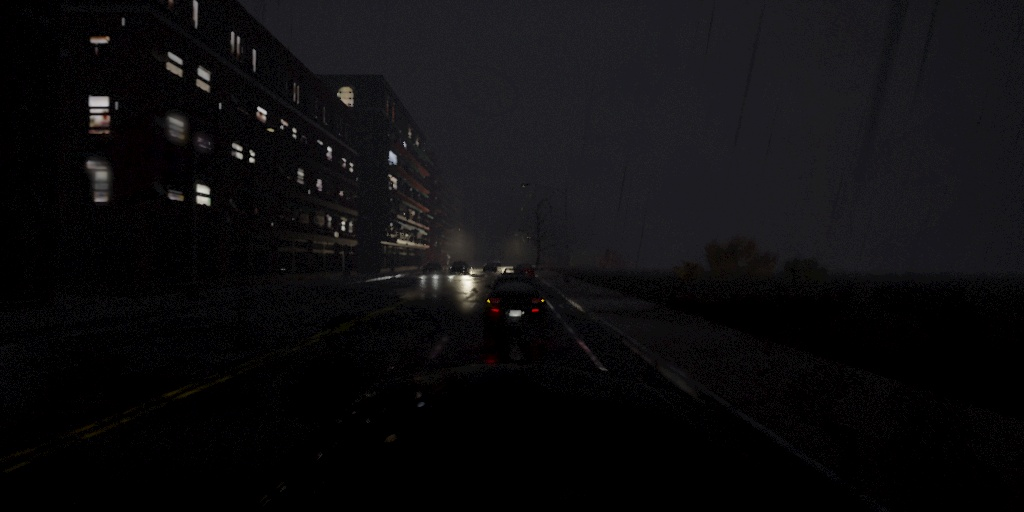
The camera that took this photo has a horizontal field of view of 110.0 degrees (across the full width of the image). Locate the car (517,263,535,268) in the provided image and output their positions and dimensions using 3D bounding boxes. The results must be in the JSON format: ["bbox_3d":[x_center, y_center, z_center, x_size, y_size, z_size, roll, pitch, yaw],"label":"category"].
[{"bbox_3d":[1.138,1.446,34.084,1.882,1.535,5.008,0,0,0],"label":"car"}]

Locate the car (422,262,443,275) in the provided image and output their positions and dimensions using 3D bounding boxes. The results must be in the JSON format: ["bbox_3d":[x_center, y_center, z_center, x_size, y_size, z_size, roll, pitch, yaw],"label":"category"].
[{"bbox_3d":[-9.832,1.544,44.688,1.837,1.490,4.892,0,-1,0],"label":"car"}]

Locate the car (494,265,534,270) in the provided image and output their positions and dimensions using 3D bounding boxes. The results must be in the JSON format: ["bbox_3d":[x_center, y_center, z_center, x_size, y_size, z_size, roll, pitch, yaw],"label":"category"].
[{"bbox_3d":[0.105,1.458,22.973,1.994,1.385,4.181,0,0,0],"label":"car"}]

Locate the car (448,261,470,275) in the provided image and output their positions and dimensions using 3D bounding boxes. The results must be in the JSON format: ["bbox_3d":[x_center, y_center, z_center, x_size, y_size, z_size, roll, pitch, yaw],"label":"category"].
[{"bbox_3d":[-6.580,1.391,44.810,2.097,1.767,4.553,0,0,0],"label":"car"}]

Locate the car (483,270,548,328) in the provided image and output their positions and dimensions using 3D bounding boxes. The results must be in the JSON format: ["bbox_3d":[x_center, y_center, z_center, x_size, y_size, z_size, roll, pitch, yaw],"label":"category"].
[{"bbox_3d":[0.091,1.343,11.620,1.812,1.442,4.674,0,0,0],"label":"car"}]

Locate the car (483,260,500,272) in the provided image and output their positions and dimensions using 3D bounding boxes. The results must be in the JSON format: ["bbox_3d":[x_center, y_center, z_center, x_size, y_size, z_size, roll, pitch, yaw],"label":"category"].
[{"bbox_3d":[-3.211,1.654,52.588,1.994,1.385,4.181,0,0,-1],"label":"car"}]
